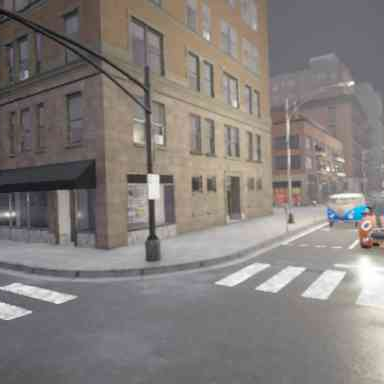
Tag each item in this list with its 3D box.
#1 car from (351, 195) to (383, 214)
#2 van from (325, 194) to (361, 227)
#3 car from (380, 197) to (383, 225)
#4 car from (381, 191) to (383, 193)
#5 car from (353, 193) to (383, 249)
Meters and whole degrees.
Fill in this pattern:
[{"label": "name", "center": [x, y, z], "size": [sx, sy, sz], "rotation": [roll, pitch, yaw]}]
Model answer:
[{"label": "car", "center": [14.959, 1.021, 28.262], "size": [1.947, 1.339, 4.313], "rotation": [-2, 0, 34]}, {"label": "van", "center": [8.965, 1.008, 19.260], "size": [1.690, 1.788, 3.998], "rotation": [-2, 0, 34]}, {"label": "car", "center": [12.915, 1.086, 20.532], "size": [2.033, 1.411, 5.357], "rotation": [-2, 0, 32]}, {"label": "car", "center": [17.952, 0.894, 32.762], "size": [1.887, 1.381, 4.507], "rotation": [-2, 0, 34]}, {"label": "car", "center": [7.601, 1.078, 12.498], "size": [2.097, 1.767, 4.553], "rotation": [-2, 0, 32]}]
